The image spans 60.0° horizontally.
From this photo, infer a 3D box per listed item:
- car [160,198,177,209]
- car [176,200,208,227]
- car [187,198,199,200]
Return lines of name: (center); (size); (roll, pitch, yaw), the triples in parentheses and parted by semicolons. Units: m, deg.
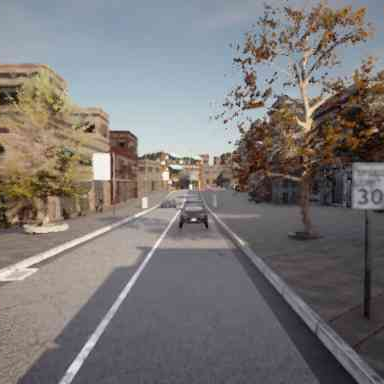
car: (-3.067, 1.499, 44.178); (1.994, 1.385, 4.181); (0, 1, 0)
car: (0.107, 1.514, 22.469); (1.812, 1.442, 4.674); (0, 0, 0)
car: (0.112, 1.435, 42.233); (1.882, 1.535, 5.008); (0, 1, 0)
